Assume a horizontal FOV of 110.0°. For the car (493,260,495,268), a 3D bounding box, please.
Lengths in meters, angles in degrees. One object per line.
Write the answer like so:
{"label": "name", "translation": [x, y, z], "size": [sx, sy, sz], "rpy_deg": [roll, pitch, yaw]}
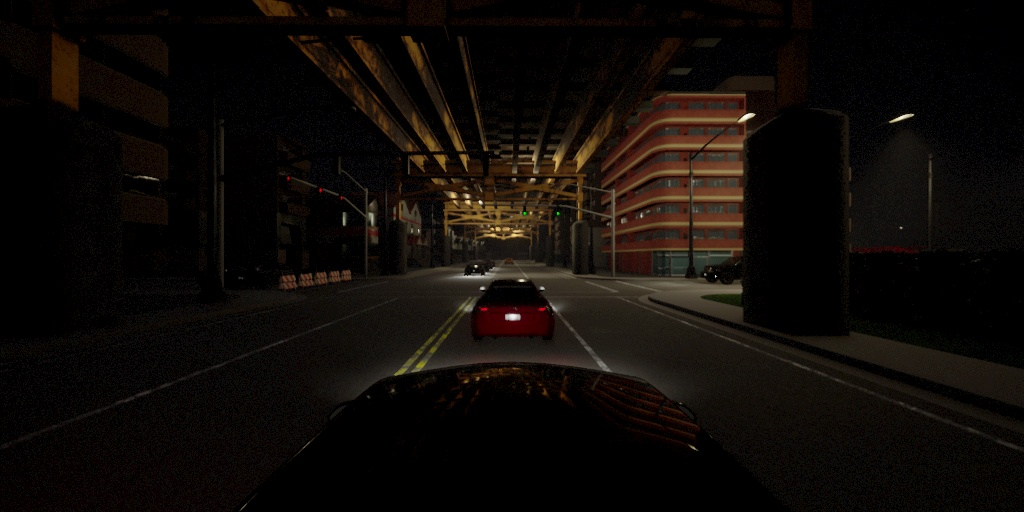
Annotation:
{"label": "car", "translation": [-4.052, 1.332, 56.705], "size": [1.812, 1.442, 4.674], "rpy_deg": [0, 0, 0]}

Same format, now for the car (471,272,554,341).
{"label": "car", "translation": [0.012, 1.324, 9.961], "size": [1.994, 1.385, 4.181], "rpy_deg": [0, 0, 0]}

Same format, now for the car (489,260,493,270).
{"label": "car", "translation": [-3.982, 1.405, 47.489], "size": [1.895, 1.301, 4.718], "rpy_deg": [0, 0, 0]}

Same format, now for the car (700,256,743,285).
{"label": "car", "translation": [16.845, 0.999, 26.128], "size": [5.566, 2.045, 2.150], "rpy_deg": [0, 0, 0]}

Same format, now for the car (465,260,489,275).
{"label": "car", "translation": [-3.905, 1.357, 38.604], "size": [1.994, 1.385, 4.181], "rpy_deg": [0, 0, 0]}
